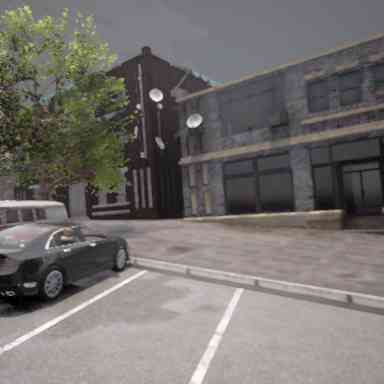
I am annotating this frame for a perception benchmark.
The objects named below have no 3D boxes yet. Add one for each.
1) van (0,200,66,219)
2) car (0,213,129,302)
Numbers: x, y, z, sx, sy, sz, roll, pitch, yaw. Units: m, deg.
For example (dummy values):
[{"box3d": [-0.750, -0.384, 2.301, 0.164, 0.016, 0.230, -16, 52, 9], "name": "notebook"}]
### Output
[{"box3d": [-5.776, 1.263, 10.045, 1.878, 1.987, 4.442, 1, -1, 16], "name": "van"}, {"box3d": [-3.304, 1.490, 8.382, 2.231, 1.521, 4.892, 0, -1, 16], "name": "car"}]
